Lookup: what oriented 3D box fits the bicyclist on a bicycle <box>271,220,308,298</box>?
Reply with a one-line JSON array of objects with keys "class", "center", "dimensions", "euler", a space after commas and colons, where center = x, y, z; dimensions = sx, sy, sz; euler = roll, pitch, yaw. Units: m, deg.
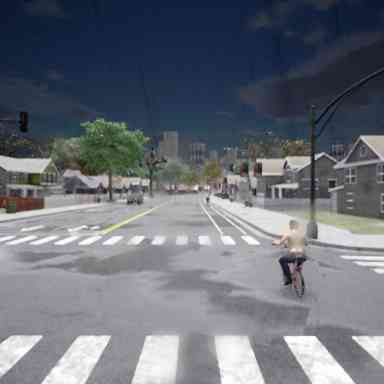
[{"class": "bicyclist on a bicycle", "center": [2.264, 1.430, 7.498], "dimensions": [0.866, 1.612, 1.509], "euler": [0, 0, 0]}]

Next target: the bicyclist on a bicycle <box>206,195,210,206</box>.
[{"class": "bicyclist on a bicycle", "center": [2.212, 1.304, 46.403], "dimensions": [0.659, 1.776, 1.843], "euler": [0, 0, 0]}]

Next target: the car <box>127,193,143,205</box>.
[{"class": "car", "center": [-9.798, 1.135, 57.621], "dimensions": [2.150, 2.045, 5.566], "euler": [0, 0, 0]}]
